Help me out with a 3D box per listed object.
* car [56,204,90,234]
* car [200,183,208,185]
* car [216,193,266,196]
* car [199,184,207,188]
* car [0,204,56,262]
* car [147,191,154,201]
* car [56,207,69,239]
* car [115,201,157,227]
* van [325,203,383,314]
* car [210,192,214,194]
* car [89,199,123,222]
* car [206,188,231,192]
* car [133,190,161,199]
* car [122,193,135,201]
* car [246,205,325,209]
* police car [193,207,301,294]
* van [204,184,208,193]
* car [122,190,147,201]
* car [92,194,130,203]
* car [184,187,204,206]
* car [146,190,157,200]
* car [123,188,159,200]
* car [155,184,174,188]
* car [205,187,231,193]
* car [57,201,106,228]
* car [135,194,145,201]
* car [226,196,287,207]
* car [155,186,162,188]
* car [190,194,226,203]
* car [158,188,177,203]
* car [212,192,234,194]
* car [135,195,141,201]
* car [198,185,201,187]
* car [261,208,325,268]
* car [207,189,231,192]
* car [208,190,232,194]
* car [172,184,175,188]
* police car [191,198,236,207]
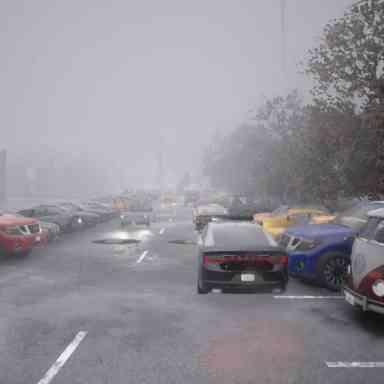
[{"bbox_3d":[-8.035,1.507,16.841,4.792,1.488,2.163,0,0,0],"label":"car"},{"bbox_3d":[4.967,-0.808,91.316,4.553,1.767,2.185,0,3,0],"label":"car"},{"bbox_3d":[5.107,1.218,36.373,4.892,1.521,2.231,0,2,0],"label":"car"},{"bbox_3d":[4.927,-0.525,88.556,5.008,1.535,2.097,0,3,0],"label":"car"},{"bbox_3d":[-7.989,1.230,11.272,5.566,2.045,2.435,0,0,0],"label":"car"},{"bbox_3d":[-7.979,1.008,44.715,4.792,1.488,2.163,0,2,0],"label":"car"},{"bbox_3d":[-8.014,1.522,14.055,4.674,1.452,2.002,0,0,0],"label":"car"},{"bbox_3d":[-3.555,1.566,22.508,1.895,1.301,4.718,0,0,0],"label":"car"},{"bbox_3d":[4.935,1.255,5.716,4.442,1.987,1.878,0,0,0],"label":"van"},{"bbox_3d":[5.120,1.061,42.079,5.008,1.535,2.097,0,2,0],"label":"car"},{"bbox_3d":[-7.986,1.457,25.207,4.674,1.452,2.002,0,0,0],"label":"car"},{"bbox_3d":[5.156,0.545,56.016,4.674,1.452,2.002,0,3,0],"label":"car"},{"bbox_3d":[-7.892,0.406,58.630,4.792,1.488,2.163,0,3,0],"label":"car"},{"bbox_3d":[-7.947,1.210,30.772,4.553,1.767,2.185,0,1,0],"label":"car"},{"bbox_3d":[5.063,1.482,14.194,5.008,1.535,2.097,0,0,0],"label":"car"},{"bbox_3d":[1.068,1.427,8.923,1.930,1.638,5.238,0,0,0],"label":"police car"},{"bbox_3d":[5.037,0.011,61.455,4.442,1.987,1.878,-1,3,0],"label":"van"},{"bbox_3d":[-7.992,1.021,39.131,4.553,1.767,2.185,0,2,0],"label":"car"},{"bbox_3d":[-7.952,1.255,27.992,4.553,1.767,2.185,0,1,0],"label":"car"},{"bbox_3d":[0.104,0.706,45.001,2.150,2.045,5.566,0,2,1],"label":"car"},{"bbox_3d":[-7.950,0.878,47.491,4.892,1.521,2.231,0,2,0],"label":"car"},{"bbox_3d":[-7.938,0.644,53.070,5.008,1.535,2.097,0,2,0],"label":"car"},{"bbox_3d":[-8.173,-0.646,91.217,4.792,1.488,2.163,0,3,0],"label":"car"},{"bbox_3d":[5.161,0.407,58.797,4.674,1.452,2.002,0,3,0],"label":"car"},{"bbox_3d":[-8.006,1.465,19.628,5.008,1.535,2.097,0,0,0],"label":"car"},{"bbox_3d":[-7.996,1.247,36.349,4.792,1.488,2.163,0,1,0],"label":"car"},{"bbox_3d":[4.911,1.374,28.140,5.366,1.575,1.946,0,1,0],"label":"car"},{"bbox_3d":[-7.896,0.389,55.840,4.553,1.767,2.185,0,3,0],"label":"car"},{"bbox_3d":[1.099,1.291,24.777,2.097,1.767,4.553,0,1,0],"label":"car"},{"bbox_3d":[-3.404,0.684,49.143,2.097,1.767,4.553,0,2,0],"label":"car"},{"bbox_3d":[5.114,1.142,39.290,5.008,1.535,2.097,0,2,0],"label":"car"},{"bbox_3d":[-7.943,1.310,33.562,4.792,1.488,2.163,0,1,0],"label":"car"},{"bbox_3d":[0.120,0.245,58.685,2.097,1.767,4.553,0,3,0],"label":"car"},{"bbox_3d":[5.248,1.479,11.285,5.366,1.575,1.946,0,0,0],"label":"car"},{"bbox_3d":[5.327,0.760,50.315,5.366,1.575,1.946,0,2,0],"label":"car"},{"bbox_3d":[5.321,0.872,47.522,5.366,1.575,1.946,0,2,0],"label":"car"},{"bbox_3d":[-8.136,-0.834,93.987,5.008,1.535,2.097,0,3,0],"label":"car"},{"bbox_3d":[1.088,1.414,18.921,1.930,1.638,5.238,0,0,0],"label":"police car"}]
